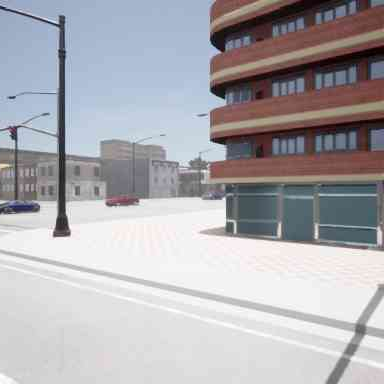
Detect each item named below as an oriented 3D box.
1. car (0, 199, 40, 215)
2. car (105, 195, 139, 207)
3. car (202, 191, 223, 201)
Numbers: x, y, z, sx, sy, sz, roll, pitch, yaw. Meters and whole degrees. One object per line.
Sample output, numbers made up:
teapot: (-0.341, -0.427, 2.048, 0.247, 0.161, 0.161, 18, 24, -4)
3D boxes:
car: (-17.218, 1.434, 32.762, 1.994, 1.385, 4.181, 0, 1, 37)
car: (-9.114, 1.143, 43.679, 1.882, 1.535, 5.008, 0, 2, 36)
car: (3.723, 0.637, 60.818, 2.097, 1.767, 4.553, 0, 1, 37)
